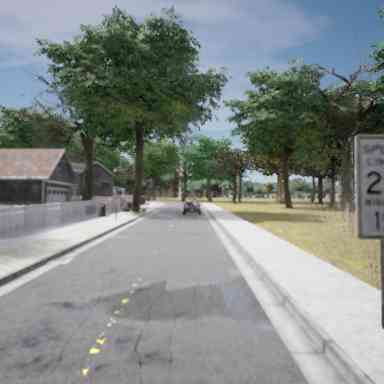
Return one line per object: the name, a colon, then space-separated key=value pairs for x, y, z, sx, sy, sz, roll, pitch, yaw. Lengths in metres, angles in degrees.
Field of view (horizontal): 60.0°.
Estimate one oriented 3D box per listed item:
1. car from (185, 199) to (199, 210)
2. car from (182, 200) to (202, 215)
car: x=0.011 y=1.721 z=46.357 sx=1.895 sy=1.301 sz=4.718 roll=0 pitch=0 yaw=0
car: x=-0.005 y=1.607 z=34.688 sx=1.812 sy=1.442 sz=4.674 roll=0 pitch=0 yaw=0
